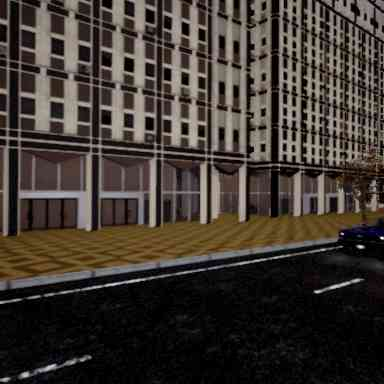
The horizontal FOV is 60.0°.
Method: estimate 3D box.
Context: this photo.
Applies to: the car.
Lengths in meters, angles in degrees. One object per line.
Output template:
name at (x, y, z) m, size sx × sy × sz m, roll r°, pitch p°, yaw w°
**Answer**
car at (7.945, 1.707, 13.489) m, size 4.718 × 1.301 × 1.895 m, roll 1°, pitch 0°, yaw -36°
